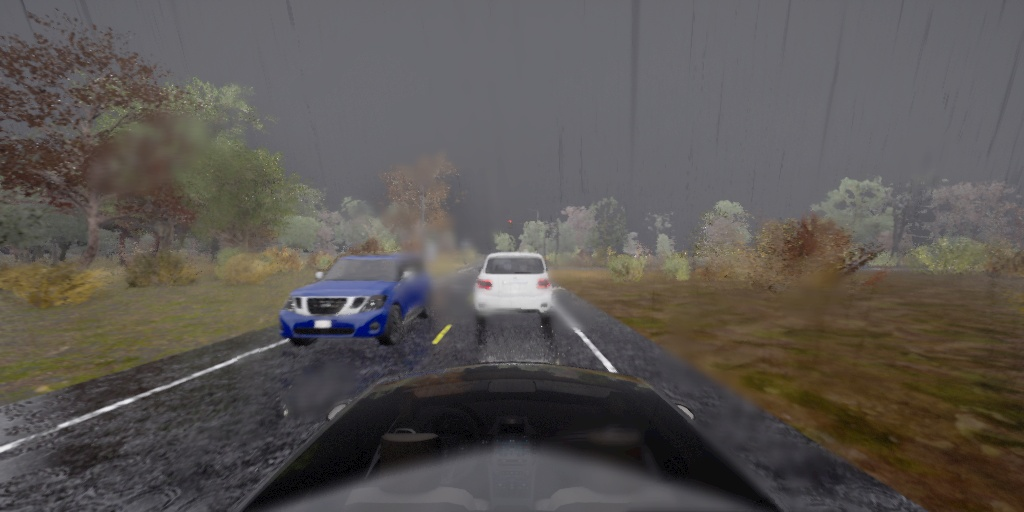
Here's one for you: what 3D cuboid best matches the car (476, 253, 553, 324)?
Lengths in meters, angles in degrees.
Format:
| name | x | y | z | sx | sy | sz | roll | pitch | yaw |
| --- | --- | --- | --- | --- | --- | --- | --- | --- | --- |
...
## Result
| name | x | y | z | sx | sy | sz | roll | pitch | yaw |
| --- | --- | --- | --- | --- | --- | --- | --- | --- | --- |
| car | 0.069 | 0.932 | 11.922 | 2.150 | 2.045 | 5.566 | 0 | 0 | 0 |

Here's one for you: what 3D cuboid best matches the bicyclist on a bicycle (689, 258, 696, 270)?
| name | x | y | z | sx | sy | sz | roll | pitch | yaw |
| --- | --- | --- | --- | --- | --- | --- | --- | --- | --- |
| bicyclist on a bicycle | 23.743 | 1.065 | 47.305 | 0.582 | 1.620 | 1.656 | 0 | 0 | 1 |

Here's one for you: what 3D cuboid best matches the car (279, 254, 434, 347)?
| name | x | y | z | sx | sy | sz | roll | pitch | yaw |
| --- | --- | --- | --- | --- | --- | --- | --- | --- | --- |
| car | -3.614 | 0.947 | 9.602 | 2.150 | 2.045 | 5.566 | 0 | 0 | 0 |
